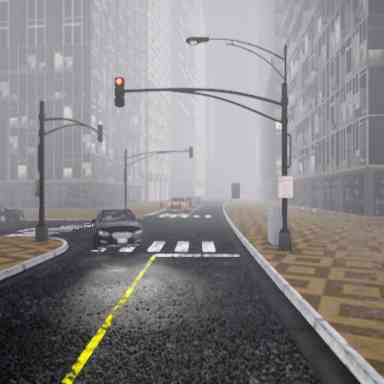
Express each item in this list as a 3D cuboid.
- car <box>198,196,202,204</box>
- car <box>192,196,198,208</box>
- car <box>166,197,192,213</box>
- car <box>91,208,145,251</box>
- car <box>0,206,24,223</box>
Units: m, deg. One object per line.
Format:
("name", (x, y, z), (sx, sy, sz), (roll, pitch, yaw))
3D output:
("car", (0.723, 1.431, 59.407), (2.128, 1.511, 4.902), (0, 0, 7))
("car", (-0.626, 1.465, 47.391), (1.837, 1.490, 4.892), (0, 1, 6))
("car", (-1.541, 1.329, 37.037), (2.097, 1.767, 4.553), (0, 0, 5))
("car", (-3.227, 1.489, 14.309), (2.128, 1.511, 4.902), (1, 0, -18))
("car", (-16.468, 1.855, 28.141), (4.403, 1.369, 2.008), (-1, 1, 10))
